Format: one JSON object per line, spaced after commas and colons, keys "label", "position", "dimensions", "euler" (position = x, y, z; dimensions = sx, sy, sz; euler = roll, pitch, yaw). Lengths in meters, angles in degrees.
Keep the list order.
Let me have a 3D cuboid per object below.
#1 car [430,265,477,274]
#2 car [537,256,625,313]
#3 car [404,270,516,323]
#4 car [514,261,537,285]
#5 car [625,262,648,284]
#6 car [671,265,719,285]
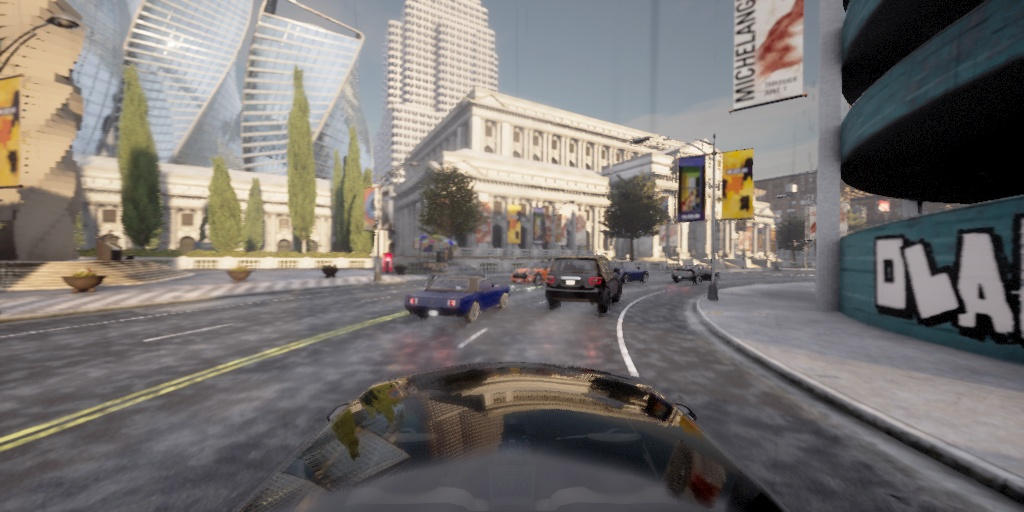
{"label": "car", "position": [-3.737, 1.280, 24.171], "dimensions": [1.994, 1.385, 4.181], "euler": [1, 0, 33]}
{"label": "car", "position": [3.070, 1.014, 14.702], "dimensions": [2.150, 2.045, 5.566], "euler": [0, 0, 24]}
{"label": "car", "position": [-1.556, 1.337, 12.244], "dimensions": [1.895, 1.301, 4.718], "euler": [1, 0, 17]}
{"label": "car", "position": [1.922, 1.136, 26.213], "dimensions": [2.097, 1.767, 4.553], "euler": [1, 0, 40]}
{"label": "car", "position": [8.903, 1.220, 28.343], "dimensions": [4.553, 1.767, 2.097], "euler": [1, 0, -44]}
{"label": "car", "position": [14.679, 1.428, 28.594], "dimensions": [4.902, 1.511, 2.128], "euler": [1, 0, -36]}
